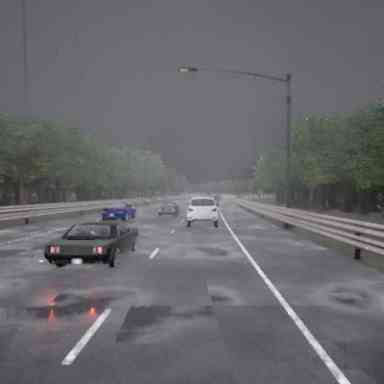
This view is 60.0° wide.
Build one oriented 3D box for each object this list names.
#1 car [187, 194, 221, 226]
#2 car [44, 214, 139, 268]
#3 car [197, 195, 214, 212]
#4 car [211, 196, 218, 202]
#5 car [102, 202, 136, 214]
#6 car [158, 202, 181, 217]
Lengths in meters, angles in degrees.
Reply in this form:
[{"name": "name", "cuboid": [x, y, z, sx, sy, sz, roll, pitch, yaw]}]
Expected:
[{"name": "car", "cuboid": [0.817, 1.370, 24.682, 2.150, 2.045, 5.566, 0, 0, 3]}, {"name": "car", "cuboid": [-3.114, 1.651, 11.453, 1.895, 1.301, 4.718, 0, 0, 2]}, {"name": "car", "cuboid": [1.924, 1.470, 44.524, 2.150, 2.045, 5.566, 0, 0, 4]}, {"name": "car", "cuboid": [6.175, 1.916, 91.892, 1.837, 1.490, 4.892, 0, 0, 6]}, {"name": "car", "cuboid": [-5.965, 1.595, 27.657, 1.882, 1.535, 5.008, 0, 0, 3]}, {"name": "car", "cuboid": [-2.195, 1.717, 33.191, 2.033, 1.411, 5.357, 0, 0, 3]}]
